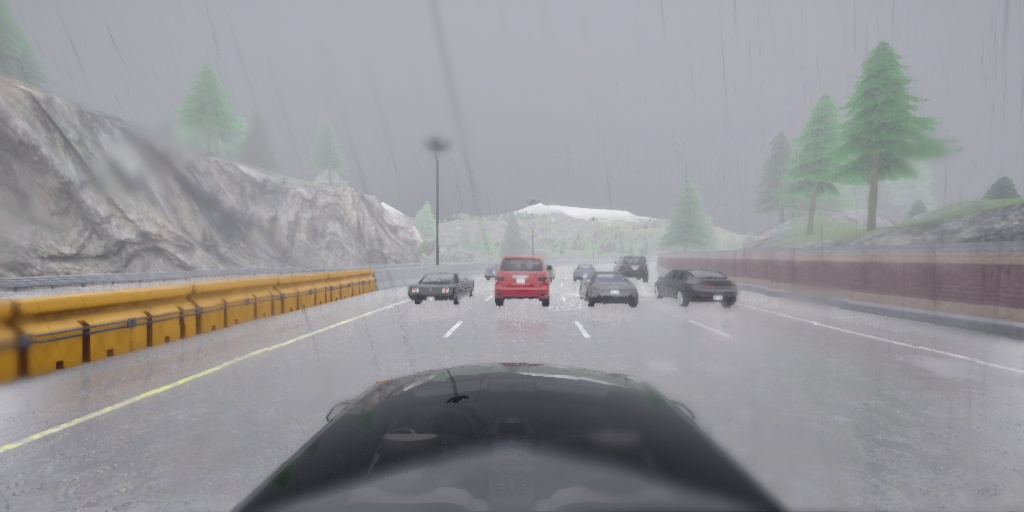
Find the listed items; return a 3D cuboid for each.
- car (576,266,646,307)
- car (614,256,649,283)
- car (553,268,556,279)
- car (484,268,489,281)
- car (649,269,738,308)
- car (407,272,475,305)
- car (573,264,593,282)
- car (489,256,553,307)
[{"bbox_3d":[4.041,1.320,15.387,1.994,1.385,4.181,0,0,5],"label":"car"},{"bbox_3d":[9.407,1.005,28.361,2.150,2.045,5.566,0,0,11],"label":"car"},{"bbox_3d":[2.529,1.311,29.663,2.033,1.411,5.357,0,0,11],"label":"car"},{"bbox_3d":[-0.907,1.311,30.329,2.033,1.411,5.357,0,0,11],"label":"car"},{"bbox_3d":[7.527,1.264,15.074,1.837,1.490,4.892,0,0,5],"label":"car"},{"bbox_3d":[-2.929,1.363,16.043,1.895,1.301,4.718,0,0,5],"label":"car"},{"bbox_3d":[5.966,1.320,28.997,1.994,1.385,4.181,0,0,11],"label":"car"},{"bbox_3d":[0.557,1.005,15.730,2.150,2.045,5.566,0,0,5],"label":"car"}]
